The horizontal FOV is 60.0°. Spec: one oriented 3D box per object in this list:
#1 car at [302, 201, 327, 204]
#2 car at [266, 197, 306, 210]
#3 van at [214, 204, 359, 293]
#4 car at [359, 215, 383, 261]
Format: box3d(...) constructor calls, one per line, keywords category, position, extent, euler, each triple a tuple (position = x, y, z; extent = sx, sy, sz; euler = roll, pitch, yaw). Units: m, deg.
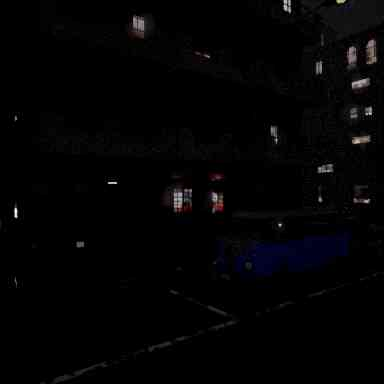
box3d(category="car", position=(11.822, 1.538, 30.734), extent=(1.895, 1.301, 4.718), euler=(-1, 1, -39))
box3d(category="car", position=(11.553, 1.352, 40.963), extent=(1.887, 1.381, 4.507), euler=(-1, 1, -37))
box3d(category="van", position=(2.399, 1.338, 8.555), extent=(3.998, 1.788, 1.690), euler=(0, -1, -37))
box3d(category="car", position=(6.829, 1.546, 11.948), extent=(4.403, 1.369, 2.008), euler=(0, -1, -37))
